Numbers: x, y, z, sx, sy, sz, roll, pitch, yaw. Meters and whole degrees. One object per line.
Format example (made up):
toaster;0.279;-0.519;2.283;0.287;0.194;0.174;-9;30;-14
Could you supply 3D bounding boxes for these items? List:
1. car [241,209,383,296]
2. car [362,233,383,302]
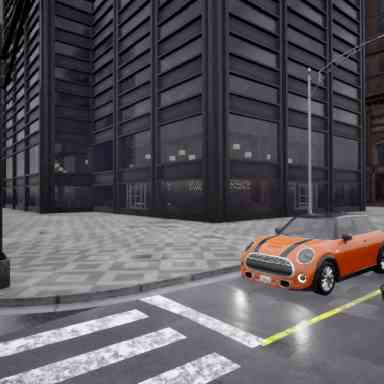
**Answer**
car;3.399;1.379;8.922;4.553;1.767;2.097;0;0;-39
car;5.867;1.546;6.926;5.357;1.411;2.033;0;0;-39
